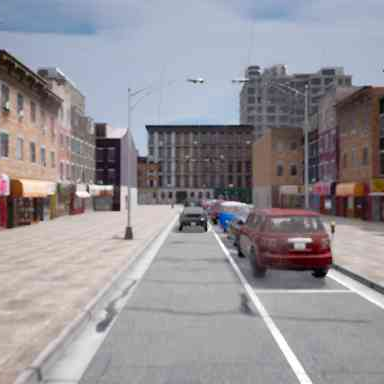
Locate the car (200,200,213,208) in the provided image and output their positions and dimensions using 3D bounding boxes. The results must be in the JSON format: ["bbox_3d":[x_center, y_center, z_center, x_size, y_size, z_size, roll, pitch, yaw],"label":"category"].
[{"bbox_3d":[2.588,2.159,59.760,2.008,1.369,4.403,0,-1,0],"label":"car"}]

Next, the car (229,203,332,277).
[{"bbox_3d":[2.626,1.423,10.486,2.192,1.841,5.009,0,-1,0],"label":"car"}]

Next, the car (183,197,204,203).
[{"bbox_3d":[0.068,1.639,40.902,2.150,2.045,5.566,0,-1,0],"label":"car"}]

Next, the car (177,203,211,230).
[{"bbox_3d":[0.081,1.738,22.815,1.837,1.490,4.892,0,-1,0],"label":"car"}]

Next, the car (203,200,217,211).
[{"bbox_3d":[2.596,1.938,48.811,1.967,1.590,4.097,0,-1,0],"label":"car"}]

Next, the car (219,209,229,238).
[{"bbox_3d":[2.623,1.715,15.958,2.008,1.369,4.403,0,-1,0],"label":"car"}]

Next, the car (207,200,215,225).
[{"bbox_3d":[2.613,1.590,26.911,2.192,1.841,5.009,0,-1,0],"label":"car"}]

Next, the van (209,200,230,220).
[{"bbox_3d":[2.609,1.672,32.386,1.690,1.788,3.998,0,-1,0],"label":"van"}]

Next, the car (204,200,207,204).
[{"bbox_3d":[2.605,1.914,38.029,1.752,1.417,4.829,0,-1,0],"label":"car"}]

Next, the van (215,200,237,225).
[{"bbox_3d":[2.618,1.561,21.435,1.690,1.788,3.998,0,-1,0],"label":"van"}]

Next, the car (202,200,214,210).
[{"bbox_3d":[2.592,2.080,54.455,1.752,1.417,4.829,0,-1,0],"label":"car"}]
